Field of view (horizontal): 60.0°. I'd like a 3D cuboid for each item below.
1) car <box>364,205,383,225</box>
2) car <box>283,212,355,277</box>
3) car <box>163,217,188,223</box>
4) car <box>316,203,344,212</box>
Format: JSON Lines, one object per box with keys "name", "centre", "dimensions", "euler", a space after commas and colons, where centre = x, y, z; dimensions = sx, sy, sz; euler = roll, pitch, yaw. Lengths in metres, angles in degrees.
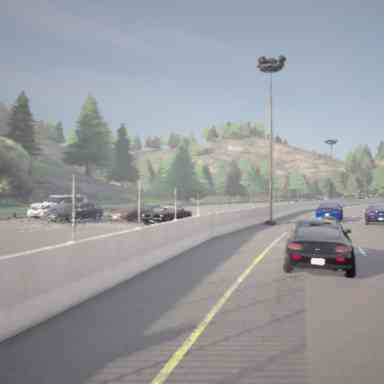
{"name": "car", "centre": [14.121, 1.677, 25.140], "dimensions": [1.812, 1.442, 4.674], "euler": [0, 0, 26]}
{"name": "car", "centre": [3.971, 1.579, 10.479], "dimensions": [1.812, 1.442, 4.674], "euler": [0, 0, 21]}
{"name": "car", "centre": [-1.817, 1.673, 24.482], "dimensions": [1.895, 1.301, 4.718], "euler": [0, 0, 24]}
{"name": "car", "centre": [11.607, 1.626, 28.029], "dimensions": [1.882, 1.535, 5.008], "euler": [0, 0, 27]}
